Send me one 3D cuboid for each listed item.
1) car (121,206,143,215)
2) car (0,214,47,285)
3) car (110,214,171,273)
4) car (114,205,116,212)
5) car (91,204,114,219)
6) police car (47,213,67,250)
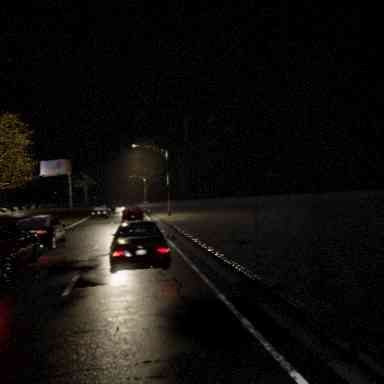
[{"bbox_3d":[-5.534,2.013,30.967,1.882,1.535,5.008,-2,-1,-11],"label":"car"},{"bbox_3d":[-6.421,1.730,10.617,2.097,1.767,4.553,-2,-1,-11],"label":"car"},{"bbox_3d":[-1.861,1.739,11.540,2.033,1.411,5.357,-2,-1,-11],"label":"car"},{"bbox_3d":[-13.959,2.703,56.208,1.994,1.385,4.181,-2,-1,-11],"label":"car"},{"bbox_3d":[-10.653,2.379,38.939,2.033,1.411,5.357,-2,-1,-10],"label":"car"},{"bbox_3d":[-7.557,1.911,16.648,1.930,1.638,5.238,-2,-1,-11],"label":"police car"}]
